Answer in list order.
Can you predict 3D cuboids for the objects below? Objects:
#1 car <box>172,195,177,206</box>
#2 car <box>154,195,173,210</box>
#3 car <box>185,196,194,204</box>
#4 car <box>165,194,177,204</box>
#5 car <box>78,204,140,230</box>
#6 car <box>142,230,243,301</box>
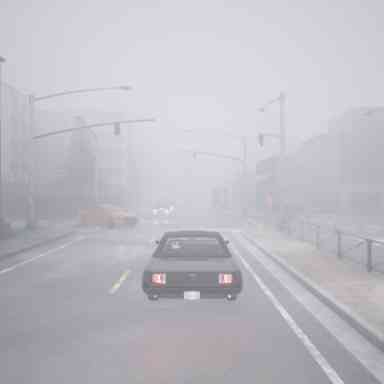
[{"bbox_3d":[-3.962,1.619,53.576,1.895,1.301,4.718,0,0,0],"label":"car"},{"bbox_3d":[-3.905,1.520,44.310,1.837,1.490,4.892,0,0,0],"label":"car"},{"bbox_3d":[-0.461,1.515,66.584,2.128,1.511,4.902,0,0,0],"label":"car"},{"bbox_3d":[-3.992,1.374,63.744,2.097,1.767,4.553,0,0,0],"label":"car"},{"bbox_3d":[-5.358,1.507,21.211,5.008,1.535,1.882,-1,-3,42],"label":"car"},{"bbox_3d":[0.009,1.604,8.302,1.895,1.301,4.718,0,0,0],"label":"car"}]
